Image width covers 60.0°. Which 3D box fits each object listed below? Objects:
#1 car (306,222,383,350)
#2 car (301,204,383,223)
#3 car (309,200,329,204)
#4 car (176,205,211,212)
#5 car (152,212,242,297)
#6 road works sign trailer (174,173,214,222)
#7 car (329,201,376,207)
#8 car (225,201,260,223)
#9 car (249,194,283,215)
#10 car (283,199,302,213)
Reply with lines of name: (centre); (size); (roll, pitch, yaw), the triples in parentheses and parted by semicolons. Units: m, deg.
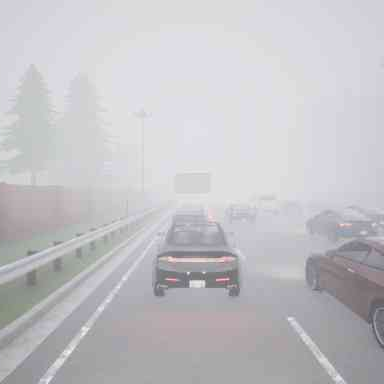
car: (3.599, 1.526, 5.975); (1.812, 1.442, 4.674); (0, 0, 0)
car: (7.100, 1.526, 16.091); (1.812, 1.442, 4.674); (0, 0, 0)
car: (14.101, 1.547, 36.276); (2.033, 1.411, 5.357); (0, 0, 0)
car: (0.023, 1.474, 19.036); (1.882, 1.535, 5.008); (0, 0, 5)
car: (0.101, 1.491, 8.589); (2.128, 1.511, 4.902); (0, 0, 0)
road works sign trailer: (0.066, 0.464, 22.955); (2.380, 3.560, 2.880); (0, 0, -1)
car: (10.602, 1.525, 20.831); (1.812, 1.442, 4.674); (0, 0, 0)
car: (3.602, 1.601, 25.577); (1.895, 1.301, 4.718); (0, 0, 0)
car: (7.102, 1.220, 33.644); (2.150, 2.045, 5.566); (0, 0, 0)
car: (10.603, 1.504, 36.450); (1.837, 1.490, 4.892); (0, 0, 0)
